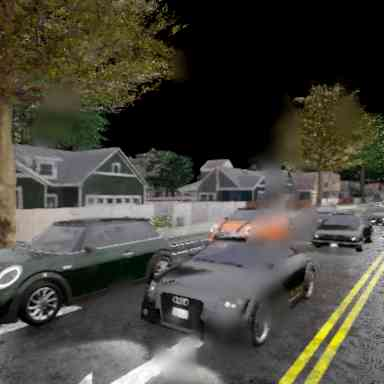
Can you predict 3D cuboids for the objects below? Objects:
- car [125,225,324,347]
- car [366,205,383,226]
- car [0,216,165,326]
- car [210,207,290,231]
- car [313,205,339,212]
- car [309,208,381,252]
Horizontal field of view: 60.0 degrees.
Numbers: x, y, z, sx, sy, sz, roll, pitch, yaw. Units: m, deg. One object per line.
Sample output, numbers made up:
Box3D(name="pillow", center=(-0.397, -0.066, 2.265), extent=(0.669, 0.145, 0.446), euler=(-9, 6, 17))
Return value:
Box3D(name="car", center=(0.972, 1.620, 6.542), extent=(1.994, 1.385, 4.181), euler=(0, -1, 35))
Box3D(name="car", center=(13.732, 1.754, 24.574), extent=(1.837, 1.490, 4.892), euler=(0, 0, 36))
Box3D(name="car", center=(-2.494, 1.398, 7.384), extent=(2.097, 1.767, 4.553), euler=(0, -1, 37))
Box3D(name="car", center=(2.623, 1.476, 14.504), extent=(2.097, 1.767, 4.553), euler=(0, -1, 35))
Box3D(name="car", center=(10.452, 1.770, 25.573), extent=(1.812, 1.442, 4.674), euler=(0, 0, 36))
Box3D(name="car", center=(7.016, 1.696, 15.099), extent=(2.033, 1.411, 5.357), euler=(0, -1, 35))
